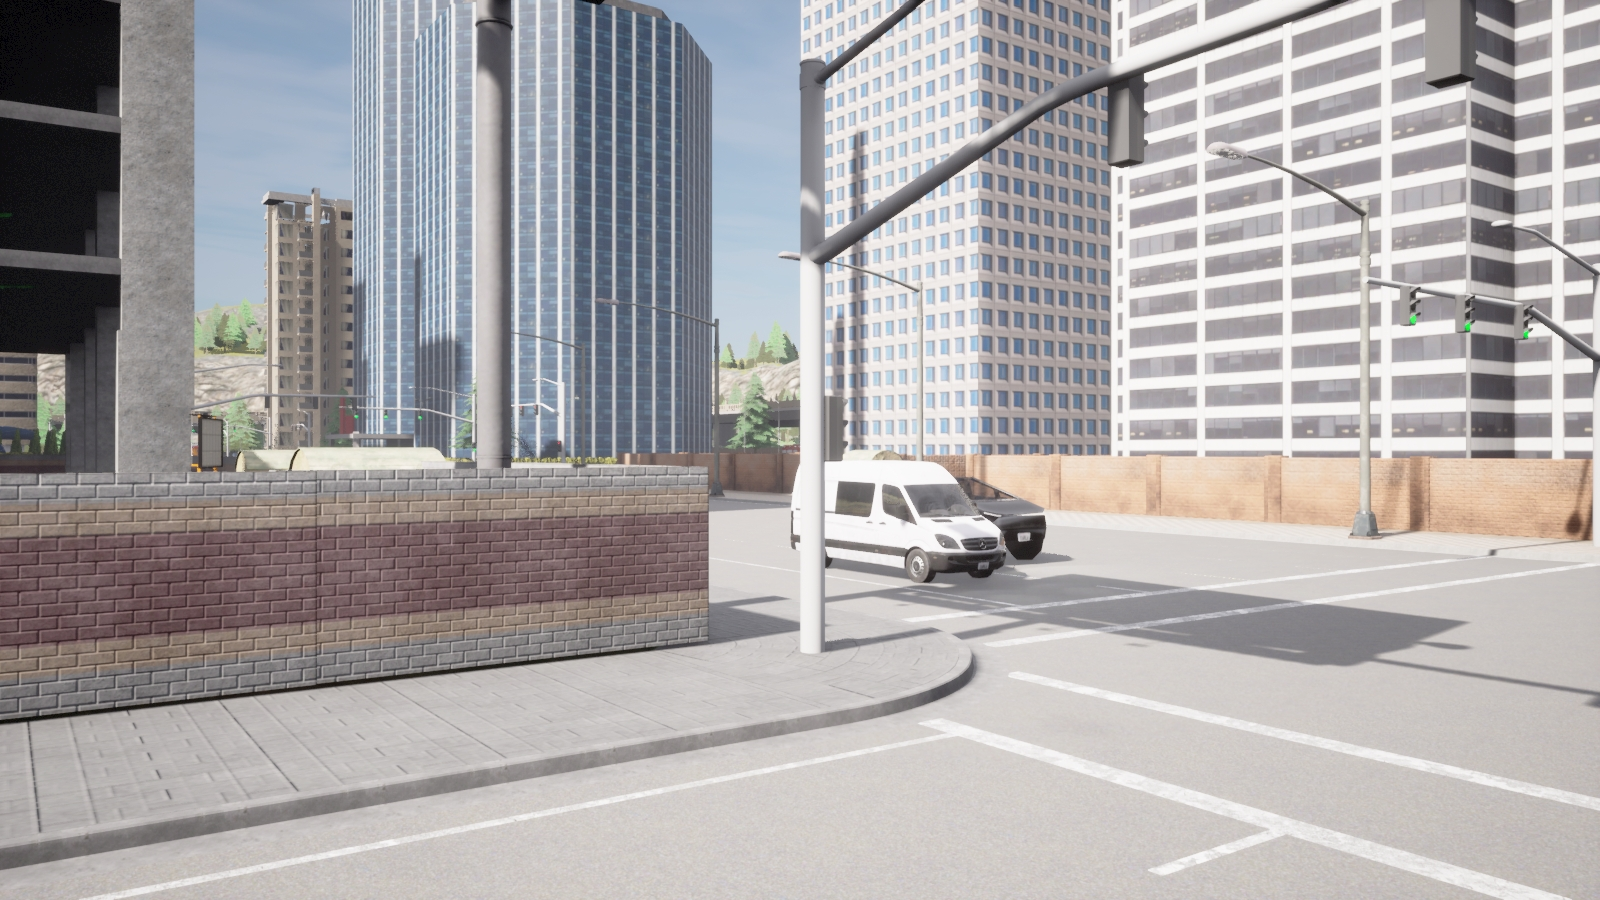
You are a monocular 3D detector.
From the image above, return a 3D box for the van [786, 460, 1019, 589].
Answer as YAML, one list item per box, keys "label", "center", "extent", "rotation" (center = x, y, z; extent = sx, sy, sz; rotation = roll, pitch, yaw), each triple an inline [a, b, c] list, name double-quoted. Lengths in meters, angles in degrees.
- label: "van"
  center: [2.162, 1.533, 26.216]
  extent: [1.988, 2.561, 5.915]
  rotation: [0, 0, -35]

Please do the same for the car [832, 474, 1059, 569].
- label: "car"
  center: [3.654, 1.752, 30.193]
  extent: [2.390, 2.098, 6.274]
  rotation: [0, 0, -35]
